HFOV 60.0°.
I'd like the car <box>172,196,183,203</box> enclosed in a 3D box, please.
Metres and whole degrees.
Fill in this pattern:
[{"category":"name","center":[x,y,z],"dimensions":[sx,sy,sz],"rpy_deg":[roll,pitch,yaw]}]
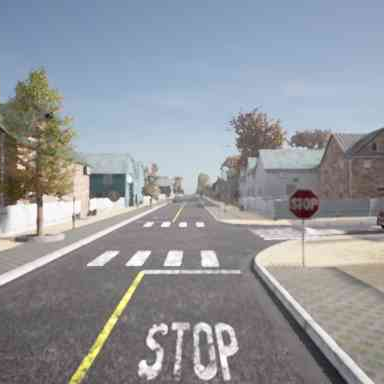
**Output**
[{"category":"car","center":[-2.828,1.480,65.086],"dimensions":[1.837,1.490,4.892],"rpy_deg":[0,0,0]}]

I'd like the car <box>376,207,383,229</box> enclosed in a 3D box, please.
[{"category":"car","center":[11.353,0.942,15.712],"dimensions":[4.553,1.767,2.097],"rpy_deg":[-2,-1,1]}]
